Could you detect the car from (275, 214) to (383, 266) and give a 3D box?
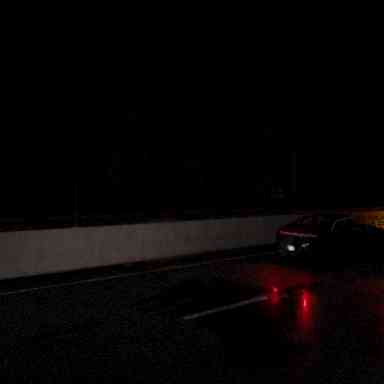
[{"bbox_3d":[5.019,1.518,11.627,4.902,1.511,2.128,0,0,-36],"label":"car"}]
